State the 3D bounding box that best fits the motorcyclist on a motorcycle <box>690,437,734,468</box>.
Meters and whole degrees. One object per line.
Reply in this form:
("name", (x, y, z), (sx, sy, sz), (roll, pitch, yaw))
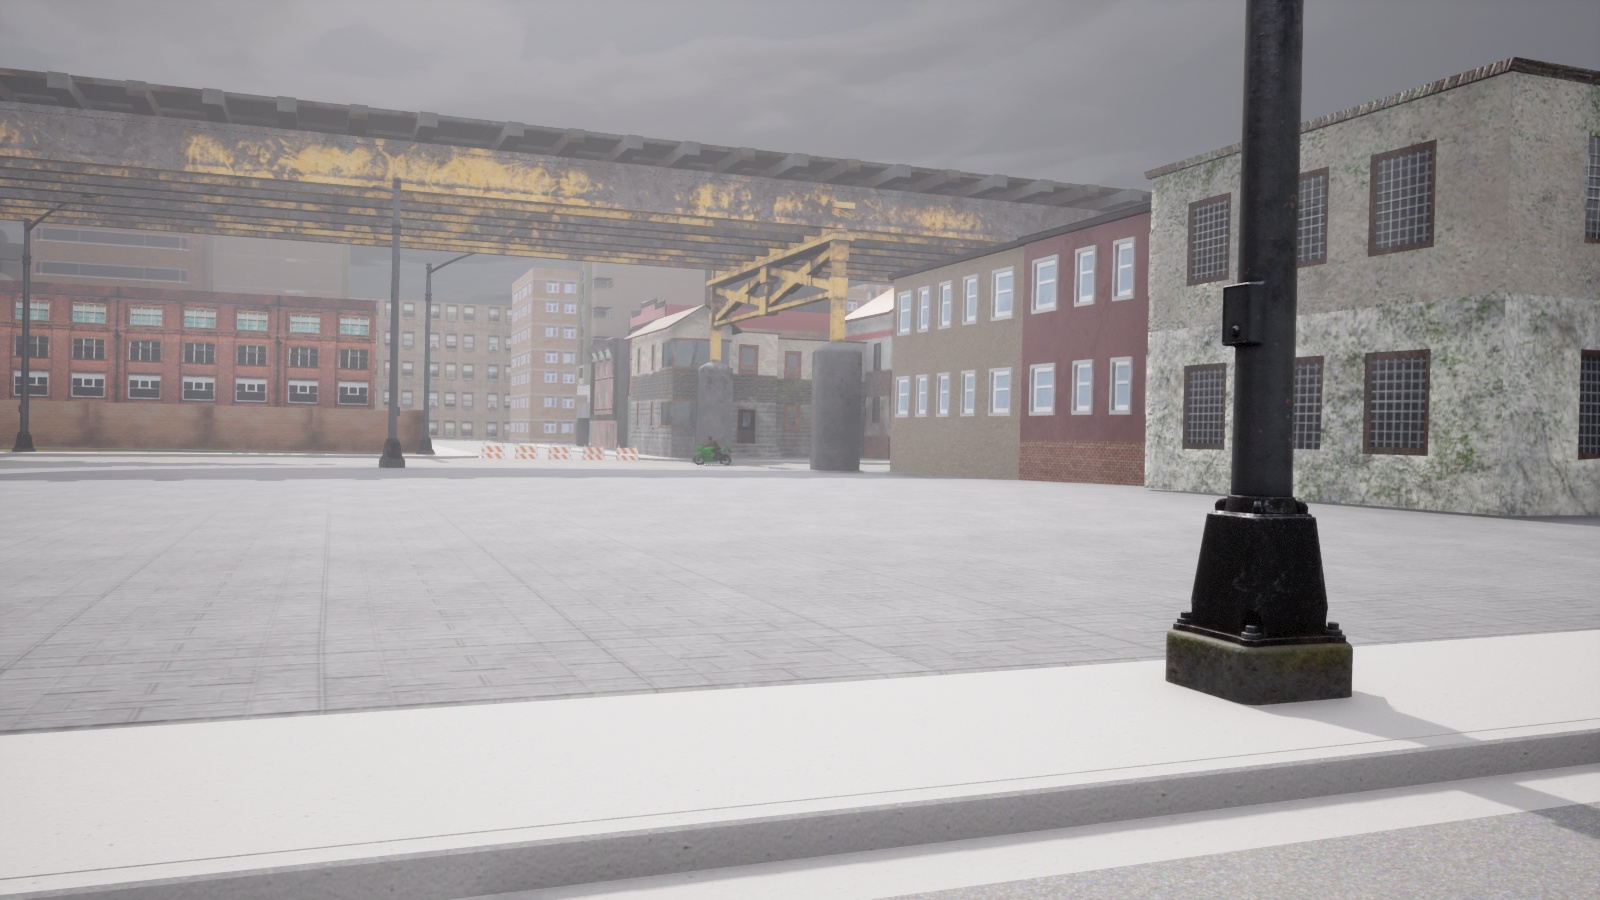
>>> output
("motorcyclist on a motorcycle", (-4.422, 0.125, 62.938), (2.044, 1.523, 0.797), (0, 1, -20))
